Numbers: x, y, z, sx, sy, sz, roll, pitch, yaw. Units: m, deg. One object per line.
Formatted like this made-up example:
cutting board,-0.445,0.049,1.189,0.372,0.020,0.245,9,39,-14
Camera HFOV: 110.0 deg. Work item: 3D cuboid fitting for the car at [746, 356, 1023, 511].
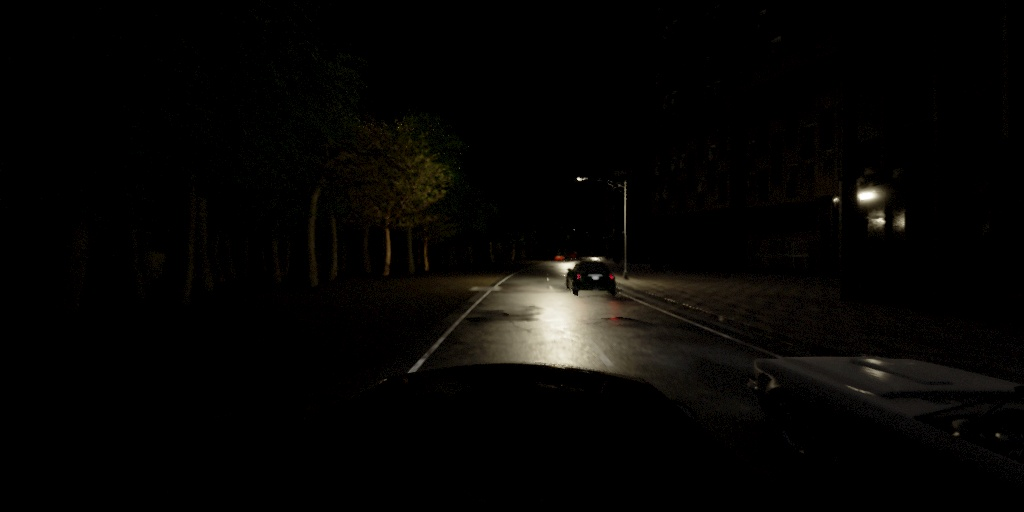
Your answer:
car,3.625,1.356,1.961,1.895,1.301,4.718,0,0,0

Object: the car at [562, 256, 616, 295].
car,4.154,1.070,19.491,2.097,1.767,4.553,0,0,3
